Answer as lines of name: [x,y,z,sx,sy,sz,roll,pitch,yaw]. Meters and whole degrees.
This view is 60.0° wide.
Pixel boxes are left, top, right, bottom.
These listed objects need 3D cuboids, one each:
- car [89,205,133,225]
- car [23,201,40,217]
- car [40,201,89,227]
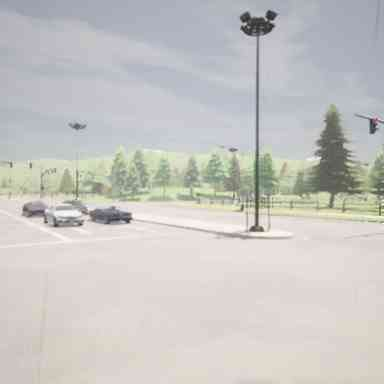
car: [-6.244,1.674,25.426,1.895,1.301,4.718,1,0,-35]
car: [-14.913,1.595,31.794,2.033,1.411,5.357,1,0,-34]
car: [-9.056,1.572,23.367,1.812,1.442,4.674,1,0,-35]
